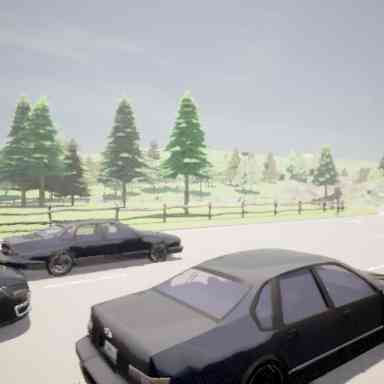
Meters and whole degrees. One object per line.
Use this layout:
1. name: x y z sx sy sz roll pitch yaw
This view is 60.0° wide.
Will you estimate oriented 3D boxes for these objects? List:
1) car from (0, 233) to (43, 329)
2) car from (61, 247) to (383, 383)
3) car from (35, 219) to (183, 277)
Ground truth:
1. car: -4.908 1.504 4.544 4.892 1.490 1.837 0 0 -36
2. car: 1.255 1.552 4.644 5.357 1.411 2.033 0 0 -36
3. car: -2.902 1.551 10.276 5.357 1.411 2.033 0 0 -36
